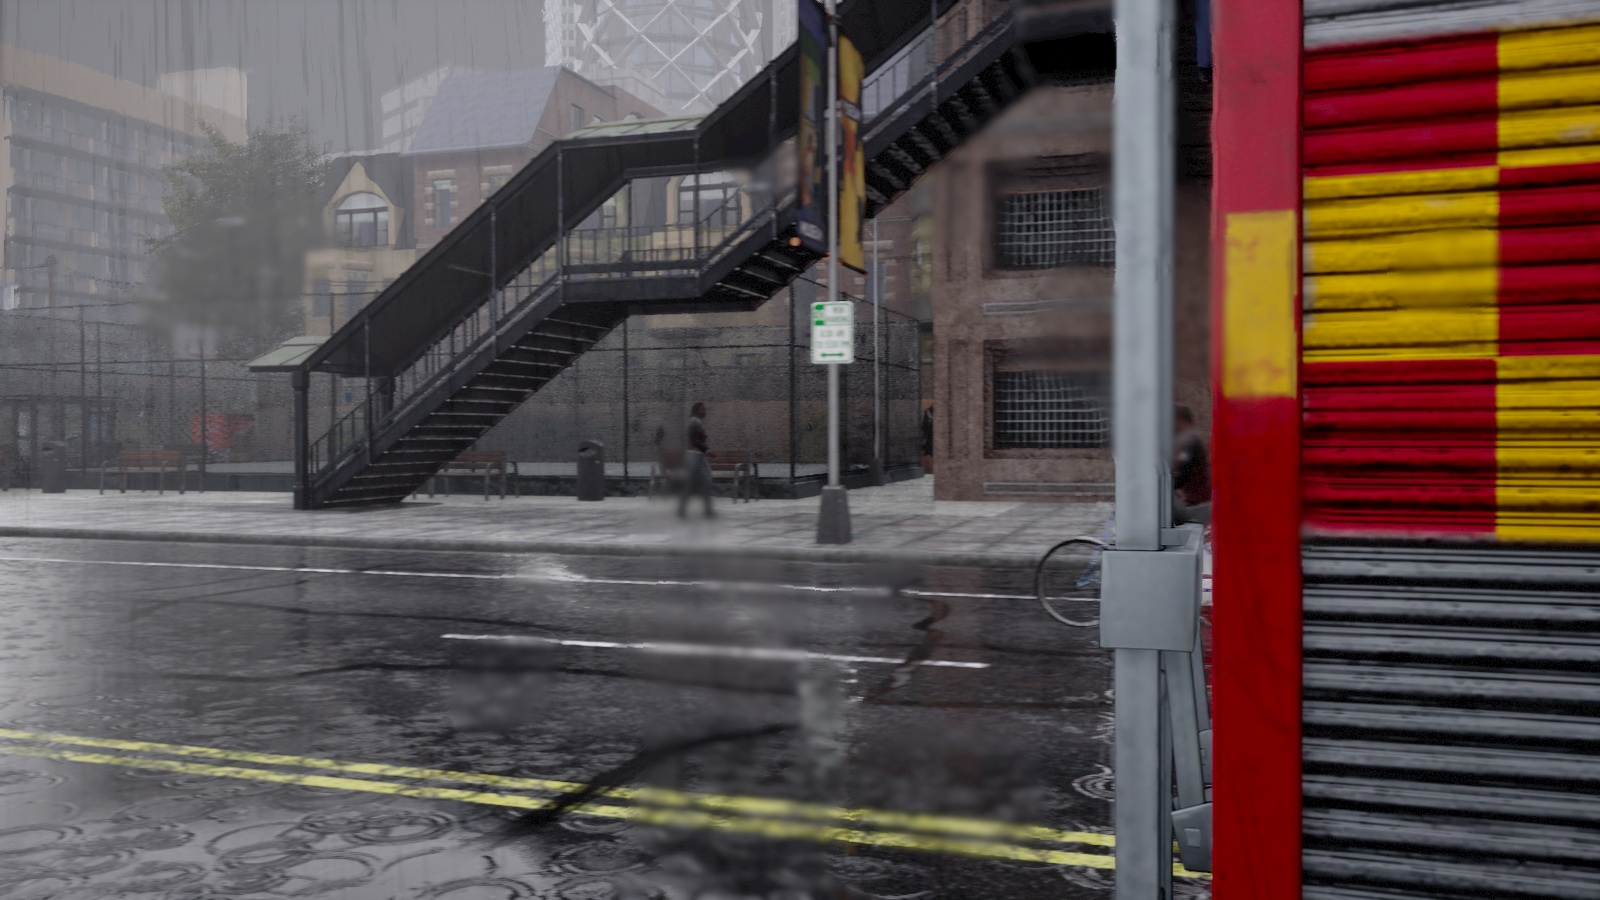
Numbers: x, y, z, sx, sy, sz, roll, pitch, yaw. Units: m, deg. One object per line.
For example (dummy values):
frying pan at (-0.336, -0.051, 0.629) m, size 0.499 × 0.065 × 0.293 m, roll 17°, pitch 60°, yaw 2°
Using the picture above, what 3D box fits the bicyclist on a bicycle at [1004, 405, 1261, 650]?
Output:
bicyclist on a bicycle at (2.563, 0.550, 9.711) m, size 1.843 × 1.776 × 0.659 m, roll 1°, pitch 1°, yaw 19°

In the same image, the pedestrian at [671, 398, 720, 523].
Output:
pedestrian at (-1.645, 0.158, 19.777) m, size 0.666 × 1.930 × 0.402 m, roll 1°, pitch 1°, yaw 20°

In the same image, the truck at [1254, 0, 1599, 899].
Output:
truck at (5.072, -0.343, 1.450) m, size 8.468 × 3.827 × 2.891 m, roll 1°, pitch 1°, yaw 19°

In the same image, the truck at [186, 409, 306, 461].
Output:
truck at (-27.234, -0.760, 61.977) m, size 2.627 × 2.467 × 5.204 m, roll 1°, pitch 1°, yaw 18°
